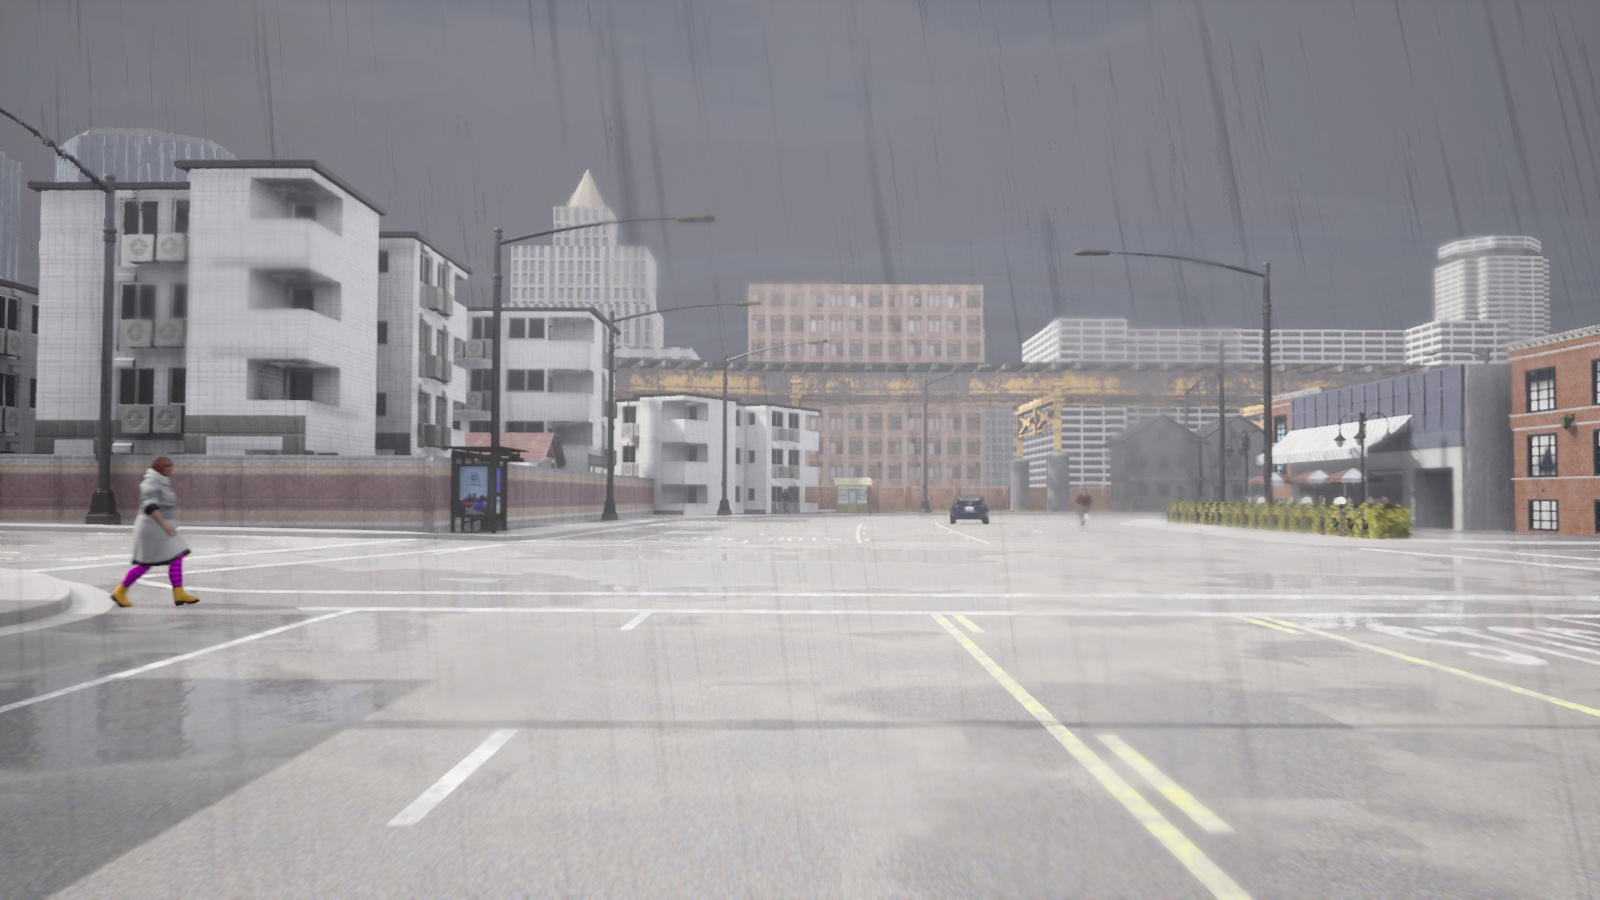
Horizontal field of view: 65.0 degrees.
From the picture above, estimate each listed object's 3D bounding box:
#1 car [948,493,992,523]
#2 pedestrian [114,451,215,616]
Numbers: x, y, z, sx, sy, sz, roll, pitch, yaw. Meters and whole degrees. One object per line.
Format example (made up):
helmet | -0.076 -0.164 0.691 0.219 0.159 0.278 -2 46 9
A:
car | 8.809 3.008 65.263 2.163 1.488 4.792 -1 -2 8
pedestrian | -7.687 0.999 15.224 0.873 1.952 0.659 0 -2 -4
